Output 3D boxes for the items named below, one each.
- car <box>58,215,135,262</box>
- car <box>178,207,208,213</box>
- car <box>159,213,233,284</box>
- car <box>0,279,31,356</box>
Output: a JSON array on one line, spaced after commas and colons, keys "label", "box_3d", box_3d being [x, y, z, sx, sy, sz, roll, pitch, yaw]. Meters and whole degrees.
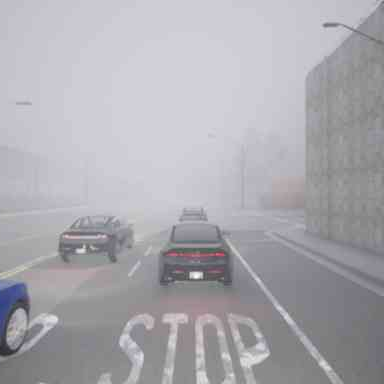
[{"label": "car", "box_3d": [-3.408, 1.625, 12.632, 2.128, 1.511, 4.902, 0, -1, 0]}, {"label": "car", "box_3d": [0.087, 1.735, 22.692, 2.128, 1.511, 4.902, 0, 0, 0]}, {"label": "car", "box_3d": [0.095, 1.613, 9.852, 1.837, 1.490, 4.892, 0, 0, 0]}, {"label": "car", "box_3d": [-3.402, 1.511, 3.139, 1.882, 1.535, 5.008, 0, -1, 0]}]
